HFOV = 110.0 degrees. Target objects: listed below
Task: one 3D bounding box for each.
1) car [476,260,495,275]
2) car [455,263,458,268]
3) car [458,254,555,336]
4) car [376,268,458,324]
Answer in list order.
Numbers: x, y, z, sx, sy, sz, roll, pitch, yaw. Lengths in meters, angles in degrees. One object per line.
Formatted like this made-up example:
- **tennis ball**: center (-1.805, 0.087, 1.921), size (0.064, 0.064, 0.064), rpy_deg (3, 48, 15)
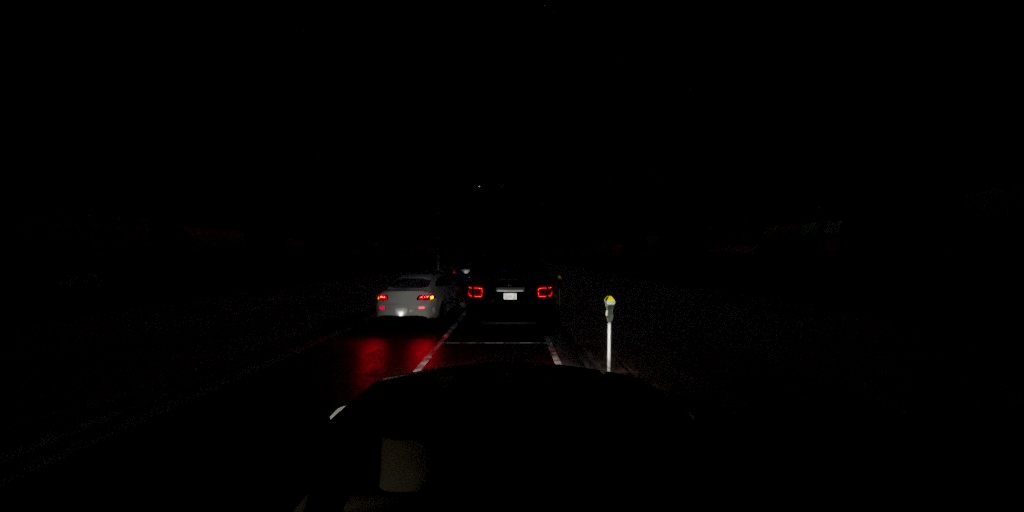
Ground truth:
- **car**: center (-2.921, 1.241, 40.744), size (1.837, 1.490, 4.892), rpy_deg (0, 0, 0)
- **car**: center (-3.019, 1.092, 25.705), size (2.097, 1.767, 4.553), rpy_deg (0, 0, 0)
- **car**: center (-0.039, 0.975, 10.532), size (2.150, 2.045, 5.566), rpy_deg (0, 0, 0)
- **car**: center (-2.921, 1.272, 11.752), size (1.812, 1.442, 4.674), rpy_deg (0, 0, 0)
